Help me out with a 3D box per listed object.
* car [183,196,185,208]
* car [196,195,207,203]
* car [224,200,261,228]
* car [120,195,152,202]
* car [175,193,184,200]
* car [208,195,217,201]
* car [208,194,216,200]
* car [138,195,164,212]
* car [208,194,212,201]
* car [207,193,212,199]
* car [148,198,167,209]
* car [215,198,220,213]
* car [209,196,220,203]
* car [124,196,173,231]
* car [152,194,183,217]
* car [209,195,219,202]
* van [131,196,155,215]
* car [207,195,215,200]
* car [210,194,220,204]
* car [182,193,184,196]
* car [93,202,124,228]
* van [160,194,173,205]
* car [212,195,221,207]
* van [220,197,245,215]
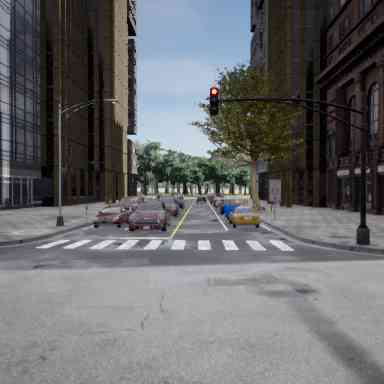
[{"bbox_3d":[-1.939,1.546,42.451,1.895,1.301,4.718,0,0,2],"label":"car"},{"bbox_3d":[1.864,1.389,65.866,1.837,1.490,4.892,0,0,2],"label":"car"},{"bbox_3d":[3.371,1.508,21.892,1.752,1.417,4.829,-1,0,2],"label":"car"},{"bbox_3d":[-5.010,1.290,27.614,2.192,1.841,5.009,-1,0,2],"label":"car"},{"bbox_3d":[-3.378,1.128,90.068,2.192,1.841,5.009,0,0,2],"label":"car"},{"bbox_3d":[4.850,1.429,78.495,1.802,1.307,4.206,0,0,2],"label":"car"},{"bbox_3d":[5.002,1.355,84.342,1.752,1.417,4.829,0,0,2],"label":"car"},{"bbox_3d":[-4.713,1.268,38.970,2.192,1.841,5.009,-1,0,2],"label":"car"},{"bbox_3d":[4.257,1.462,55.786,2.008,1.369,4.403,-1,0,2],"label":"car"},{"bbox_3d":[4.403,1.211,61.463,2.192,1.841,5.009,-1,0,2],"label":"car"},{"bbox_3d":[-4.562,1.491,44.648,2.008,1.369,4.403,-1,0,2],"label":"car"},{"bbox_3d":[3.664,1.531,33.077,1.947,1.339,4.313,-1,0,2],"label":"car"},{"bbox_3d":[4.553,1.431,67.141,2.008,1.369,4.403,-1,0,2],"label":"car"},{"bbox_3d":[-2.473,1.337,20.194,2.097,1.767,4.553,0,0,0],"label":"car"},{"bbox_3d":[-2.262,1.323,30.371,2.097,1.767,4.553,0,0,2],"label":"car"},{"bbox_3d":[4.702,1.415,72.817,2.008,1.369,4.403,0,0,2],"label":"car"},{"bbox_3d":[-4.861,1.306,33.292,1.690,1.788,3.998,-1,0,2],"label":"van"},{"bbox_3d":[5.147,1.379,89.849,1.947,1.339,4.313,0,0,2],"label":"car"},{"bbox_3d":[4.109,1.471,50.109,1.887,1.381,4.507,-1,0,2],"label":"car"},{"bbox_3d":[-3.524,1.375,84.391,1.887,1.381,4.507,0,0,2],"label":"car"},{"bbox_3d":[-5.155,1.565,21.936,1.802,1.307,4.206,-1,0,2],"label":"car"},{"bbox_3d":[-4.267,1.252,56.003,1.690,1.788,3.998,0,0,2],"label":"van"},{"bbox_3d":[3.965,1.465,44.602,1.752,1.417,4.829,-1,0,2],"label":"car"},{"bbox_3d":[3.513,1.316,27.400,1.690,1.788,3.998,-1,0,2],"label":"van"}]
